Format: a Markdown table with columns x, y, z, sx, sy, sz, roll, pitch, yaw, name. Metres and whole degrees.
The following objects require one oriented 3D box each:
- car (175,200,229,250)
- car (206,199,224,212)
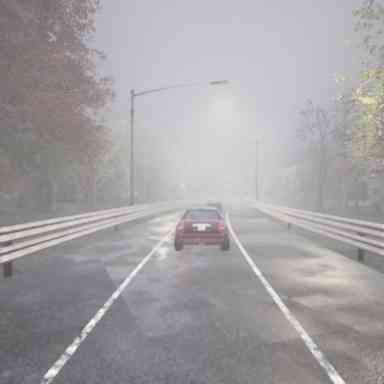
| x | y | z | sx | sy | sz | roll | pitch | yaw | name |
| --- | --- | --- | --- | --- | --- | --- | --- | --- | --- |
| 0.474 | 1.419 | 14.832 | 2.097 | 1.767 | 4.553 | 0 | 0 | 3 | car |
| 3.005 | 1.706 | 42.623 | 1.882 | 1.535 | 5.008 | 0 | 0 | 8 | car |
